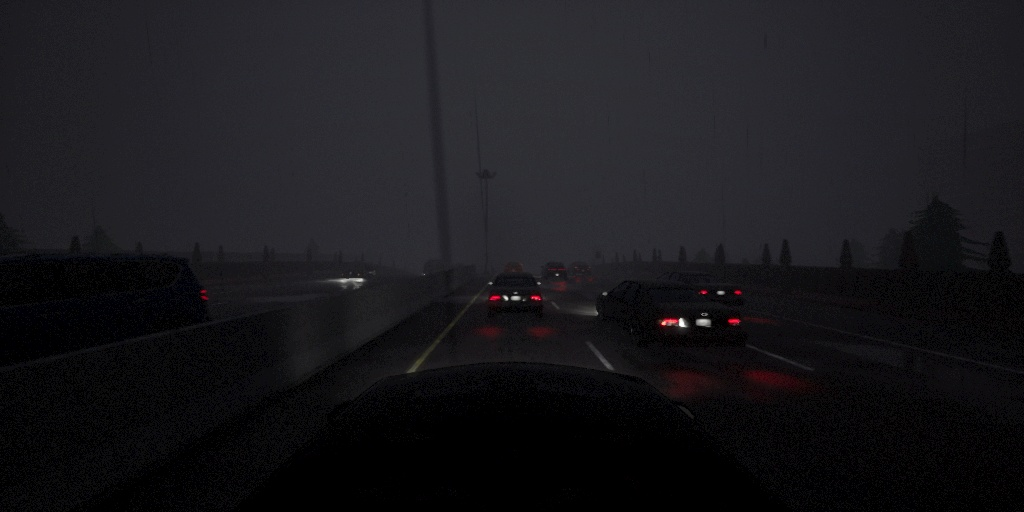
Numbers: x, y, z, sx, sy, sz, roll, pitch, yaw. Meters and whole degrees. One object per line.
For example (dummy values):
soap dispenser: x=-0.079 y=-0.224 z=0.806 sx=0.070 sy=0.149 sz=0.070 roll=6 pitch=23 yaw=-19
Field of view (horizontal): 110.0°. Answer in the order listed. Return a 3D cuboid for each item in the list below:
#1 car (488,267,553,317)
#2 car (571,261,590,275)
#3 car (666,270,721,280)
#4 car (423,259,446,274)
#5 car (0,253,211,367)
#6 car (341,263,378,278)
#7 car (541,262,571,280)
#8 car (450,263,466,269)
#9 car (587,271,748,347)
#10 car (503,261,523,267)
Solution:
car: x=0.109 y=1.296 z=13.130 sx=2.033 sy=1.411 sz=5.357 roll=0 pitch=0 yaw=0
car: x=7.115 y=1.306 z=38.203 sx=1.812 sy=1.442 sz=4.674 roll=0 pitch=-1 yaw=0
car: x=7.109 y=1.297 z=14.711 sx=2.033 sy=1.411 sz=5.357 roll=0 pitch=0 yaw=0
car: x=-10.535 y=1.420 z=49.024 sx=2.150 sy=2.045 sz=5.566 roll=0 pitch=-4 yaw=0
car: x=-7.098 y=0.969 z=4.828 sx=2.150 sy=2.045 sz=5.566 roll=0 pitch=0 yaw=0
car: x=-14.070 y=1.304 z=33.231 sx=1.994 sy=1.385 sz=4.181 roll=0 pitch=0 yaw=0
car: x=3.623 y=1.251 z=31.094 sx=1.837 sy=1.490 sz=4.892 roll=0 pitch=0 yaw=0
car: x=-7.042 y=1.634 z=47.547 sx=1.812 sy=1.442 sz=4.674 roll=0 pitch=-3 yaw=0
car: x=3.605 y=1.297 z=9.263 sx=2.033 sy=1.411 sz=5.357 roll=0 pitch=0 yaw=0
car: x=0.126 y=1.237 z=36.593 sx=1.882 sy=1.535 sz=5.008 roll=0 pitch=-1 yaw=0
